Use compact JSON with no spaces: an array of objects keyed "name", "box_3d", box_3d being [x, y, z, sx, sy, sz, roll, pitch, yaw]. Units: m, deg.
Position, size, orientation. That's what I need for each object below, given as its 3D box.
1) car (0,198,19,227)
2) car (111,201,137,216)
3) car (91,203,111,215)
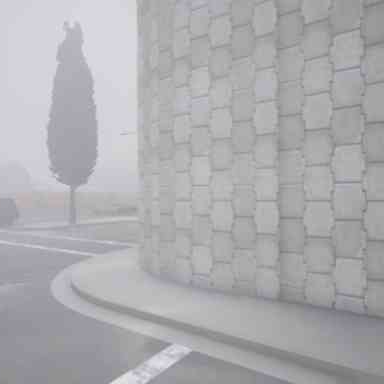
[{"name":"car","box_3d":[-15.165,1.498,23.365,2.150,2.045,5.566,-1,0,35]},{"name":"car","box_3d":[-6.022,1.758,36.439,1.882,1.535,5.008,-1,0,35]},{"name":"car","box_3d":[-9.173,1.919,38.036,1.895,1.301,4.718,-1,0,35]}]
